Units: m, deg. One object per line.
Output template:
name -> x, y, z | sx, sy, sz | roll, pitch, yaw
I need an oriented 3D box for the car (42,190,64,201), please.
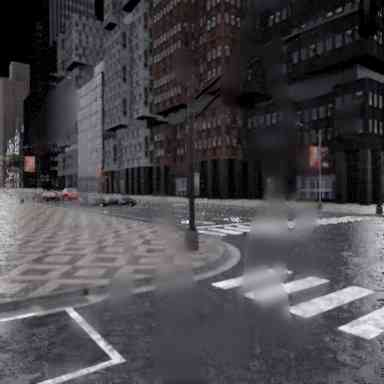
car -> -22.016, 0.653, 51.953 | 1.882, 1.535, 5.008 | -1, 1, -36

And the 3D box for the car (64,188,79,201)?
car -> -19.370, 0.424, 53.838 | 2.150, 2.045, 5.566 | -1, 1, -36

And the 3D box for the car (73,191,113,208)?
car -> -10.943, 0.981, 36.577 | 2.033, 1.411, 5.357 | -1, 1, -36

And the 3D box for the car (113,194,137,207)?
car -> -8.277, 0.957, 38.431 | 2.033, 1.411, 5.357 | -1, 1, -36
